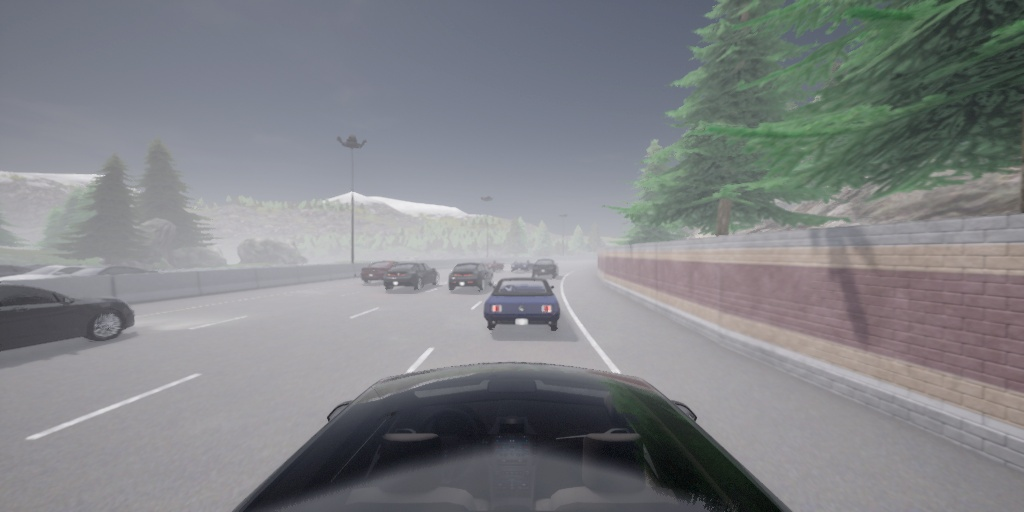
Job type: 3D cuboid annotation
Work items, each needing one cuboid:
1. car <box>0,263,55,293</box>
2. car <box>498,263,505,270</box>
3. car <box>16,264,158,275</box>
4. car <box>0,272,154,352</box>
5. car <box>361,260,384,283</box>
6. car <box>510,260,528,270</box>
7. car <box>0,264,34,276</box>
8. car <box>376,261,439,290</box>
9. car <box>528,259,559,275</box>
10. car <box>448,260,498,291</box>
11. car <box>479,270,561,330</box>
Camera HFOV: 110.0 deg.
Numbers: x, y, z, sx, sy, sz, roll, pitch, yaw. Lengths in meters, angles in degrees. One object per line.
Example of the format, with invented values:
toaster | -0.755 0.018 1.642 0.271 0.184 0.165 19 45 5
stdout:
car | -27.332 1.195 18.174 1.837 1.490 4.892 0 1 5
car | -2.244 1.052 39.122 1.895 1.301 4.718 0 0 15
car | -20.343 1.200 17.843 1.812 1.442 4.674 0 0 6
car | -10.270 1.241 6.816 1.837 1.490 4.892 0 0 1
car | -8.650 1.059 25.360 1.882 1.535 5.008 0 0 9
car | 1.295 1.045 38.804 1.895 1.301 4.718 0 0 15
car | -23.769 1.201 18.830 1.812 1.442 4.674 0 0 6
car | -5.735 1.116 20.933 1.837 1.490 4.892 0 1 7
car | 2.889 0.987 30.339 1.882 1.535 5.008 0 0 11
car | -2.253 1.109 20.577 1.837 1.490 4.892 0 1 7
car | 0.349 1.276 10.837 1.895 1.301 4.718 0 0 3
